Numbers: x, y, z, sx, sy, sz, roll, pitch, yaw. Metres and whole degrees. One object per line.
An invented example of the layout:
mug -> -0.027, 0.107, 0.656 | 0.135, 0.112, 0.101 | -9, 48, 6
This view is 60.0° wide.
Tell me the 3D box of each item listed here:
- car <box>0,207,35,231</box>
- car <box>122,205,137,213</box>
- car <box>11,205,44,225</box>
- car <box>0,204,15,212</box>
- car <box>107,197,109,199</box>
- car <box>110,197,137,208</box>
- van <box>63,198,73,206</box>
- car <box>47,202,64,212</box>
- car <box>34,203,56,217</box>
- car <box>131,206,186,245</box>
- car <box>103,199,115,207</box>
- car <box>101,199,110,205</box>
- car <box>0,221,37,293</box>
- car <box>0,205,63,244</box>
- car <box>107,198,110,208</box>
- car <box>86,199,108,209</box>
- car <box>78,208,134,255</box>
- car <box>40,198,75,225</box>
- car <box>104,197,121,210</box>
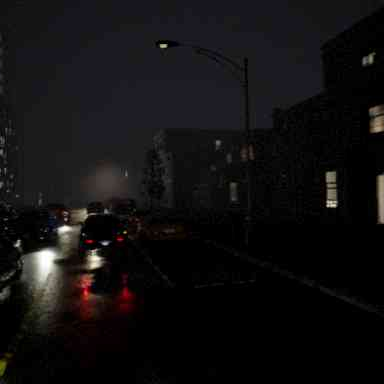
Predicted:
car -> -12.763, 1.904, 23.977 | 2.008, 1.369, 4.403 | -1, 0, -17
car -> -3.144, 1.707, 21.083 | 1.802, 1.307, 4.206 | -1, 0, -17
car -> -14.355, 1.952, 29.280 | 1.887, 1.381, 4.507 | -1, 0, -17
car -> -11.175, 1.615, 18.675 | 2.192, 1.841, 5.009 | -1, 0, -17
car -> -11.112, 1.714, 47.599 | 2.192, 1.841, 5.009 | -1, 0, -17
car -> -6.335, 1.548, 31.690 | 2.192, 1.841, 5.009 | -1, 0, -17
van -> -28.690, 2.255, 77.006 | 1.690, 1.788, 3.998 | -1, 0, -17
car -> -20.724, 2.194, 50.491 | 1.947, 1.339, 4.313 | -1, 0, -17
car -> -17.492, 2.040, 39.723 | 1.752, 1.417, 4.829 | -1, 0, -17
car -> -1.602, 1.600, 15.943 | 1.752, 1.417, 4.829 | -1, 0, -17
car -> -15.884, 2.133, 63.506 | 1.947, 1.339, 4.313 | -1, 0, -17
car -> -20.660, 2.322, 79.414 | 1.802, 1.307, 4.206 | -1, 0, -17
car -> -5.087, 1.674, 7.409 | 2.033, 1.411, 5.357 | -1, 0, -17
car -> -7.963, 1.699, 16.966 | 1.882, 1.535, 5.008 | -1, 0, -17
car -> -9.564, 1.870, 42.458 | 1.752, 1.417, 4.829 | -1, 0, -17
car -> -11.052, 1.841, 38.244 | 1.882, 1.535, 5.008 | -1, 0, -16
car -> -3.726, 1.642, 13.939 | 1.812, 1.442, 4.674 | -1, 0, -16
car -> -10.887, 1.672, 26.752 | 2.097, 1.767, 4.553 | -1, 0, -17
car -> -12.704, 1.770, 52.902 | 2.192, 1.841, 5.009 | -1, 0, -17
